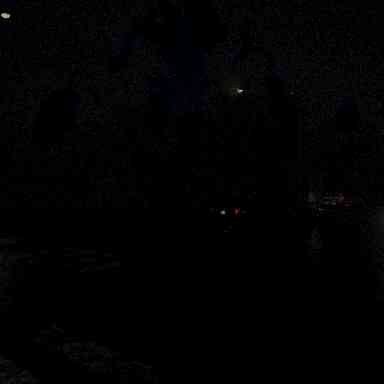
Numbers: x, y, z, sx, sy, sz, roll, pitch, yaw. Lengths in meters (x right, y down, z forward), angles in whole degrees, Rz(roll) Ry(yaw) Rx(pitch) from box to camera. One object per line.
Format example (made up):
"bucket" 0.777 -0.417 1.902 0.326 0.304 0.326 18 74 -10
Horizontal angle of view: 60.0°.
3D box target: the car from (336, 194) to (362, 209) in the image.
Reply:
"car" 19.492 1.315 40.673 1.837 1.490 4.892 0 0 36

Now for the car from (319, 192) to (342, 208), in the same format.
"car" 18.713 1.043 44.465 2.150 2.045 5.566 0 -1 36

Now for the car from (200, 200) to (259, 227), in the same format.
"car" 2.698 1.342 22.669 1.837 1.490 4.892 0 0 36

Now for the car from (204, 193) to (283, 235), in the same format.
"car" 3.074 1.073 18.182 2.150 2.045 5.566 0 0 36
